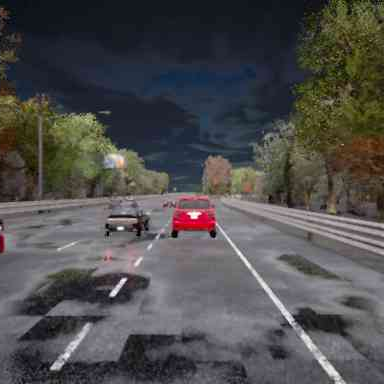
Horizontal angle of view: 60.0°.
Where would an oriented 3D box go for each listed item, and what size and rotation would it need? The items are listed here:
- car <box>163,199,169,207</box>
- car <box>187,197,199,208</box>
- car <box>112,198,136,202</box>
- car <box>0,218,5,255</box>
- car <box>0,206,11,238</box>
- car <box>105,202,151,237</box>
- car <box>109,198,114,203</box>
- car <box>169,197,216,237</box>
[{"bbox_3d":[-3.390,1.705,52.346,1.895,1.301,4.718,0,0,0],"label":"car"},{"bbox_3d":[0.185,1.580,51.630,1.882,1.535,5.008,0,0,1],"label":"car"},{"bbox_3d":[-6.894,1.620,36.480,2.033,1.411,5.357,0,0,0],"label":"car"},{"bbox_3d":[-6.899,1.239,7.985,2.150,2.045,5.566,0,0,0],"label":"car"},{"bbox_3d":[-10.397,1.507,14.841,1.882,1.535,5.008,0,0,0],"label":"car"},{"bbox_3d":[-3.397,1.528,18.227,2.128,1.511,4.902,0,0,0],"label":"car"},{"bbox_3d":[-10.391,1.586,46.970,2.128,1.511,4.902,0,0,0],"label":"car"},{"bbox_3d":[0.103,1.258,18.335,2.150,2.045,5.566,0,0,0],"label":"car"}]
